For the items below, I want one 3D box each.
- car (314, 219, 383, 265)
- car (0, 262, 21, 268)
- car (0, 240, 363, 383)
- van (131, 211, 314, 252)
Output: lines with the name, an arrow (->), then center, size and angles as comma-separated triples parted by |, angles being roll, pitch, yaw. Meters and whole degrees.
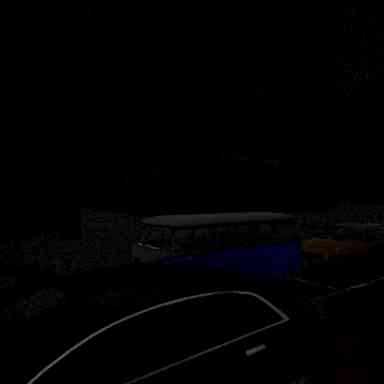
car -> 4.880, 1.526, 10.135 | 4.829, 1.417, 1.752 | 0, 0, -36
car -> -3.834, 1.566, 3.916 | 4.313, 1.339, 1.947 | 0, 0, -36
car -> -0.732, 1.505, 2.858 | 4.892, 1.490, 1.837 | 0, 0, -35
van -> 0.592, 1.341, 7.075 | 3.998, 1.788, 1.690 | 0, 0, -36
